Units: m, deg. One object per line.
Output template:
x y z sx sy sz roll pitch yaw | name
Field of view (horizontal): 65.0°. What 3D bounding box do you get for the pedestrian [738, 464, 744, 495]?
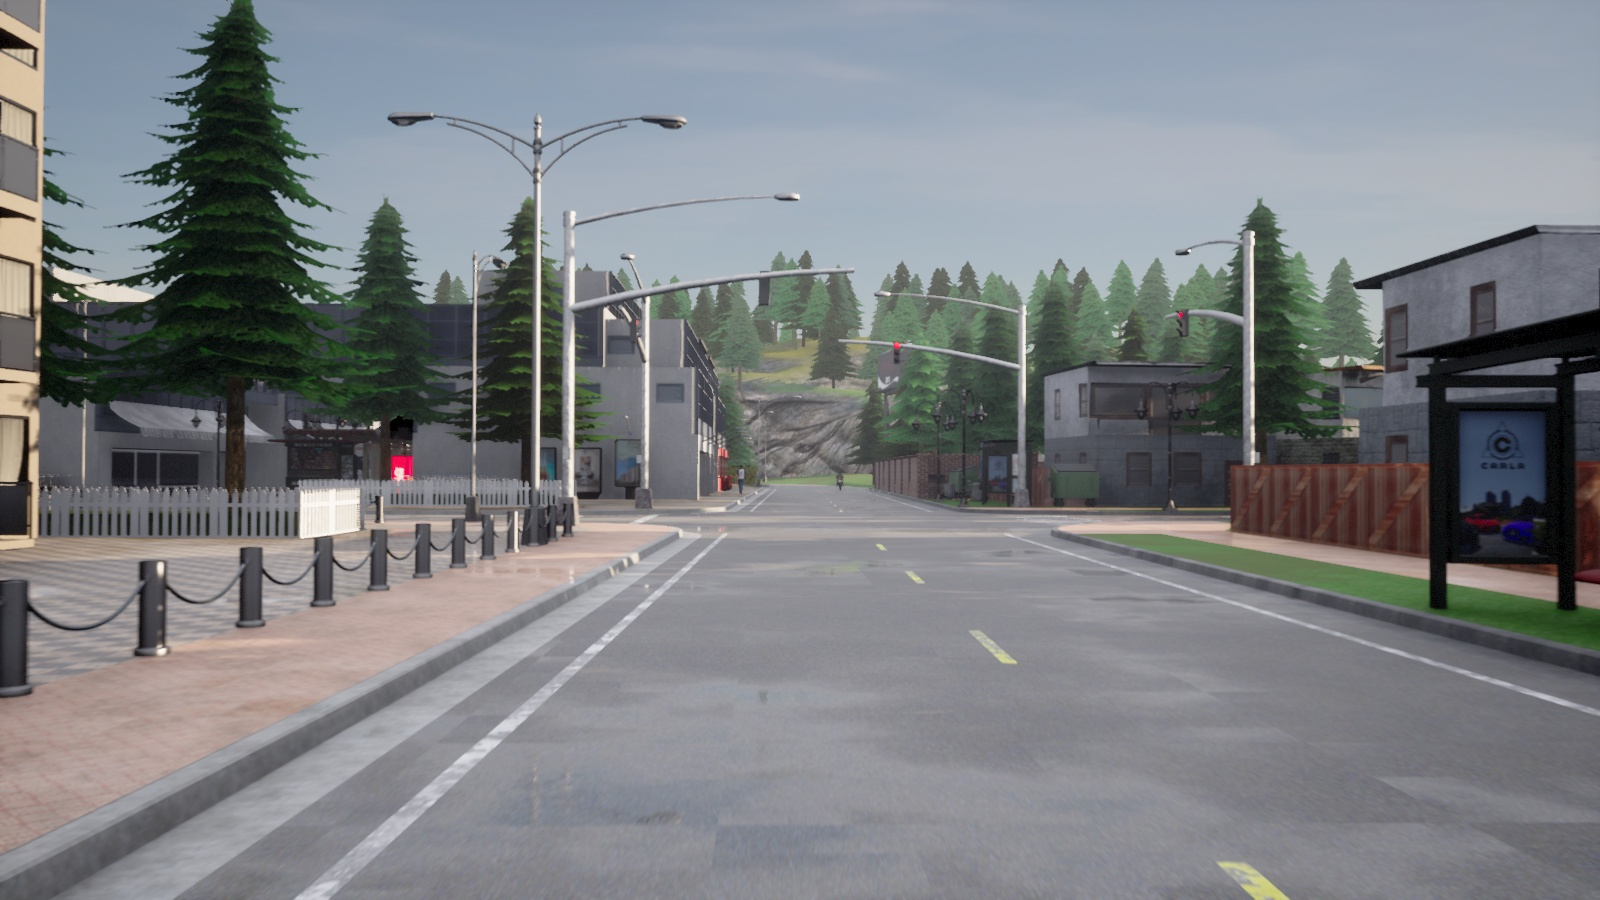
-3.510 1.748 75.153 0.354 1.836 0.706 0 -1 -3 | pedestrian
